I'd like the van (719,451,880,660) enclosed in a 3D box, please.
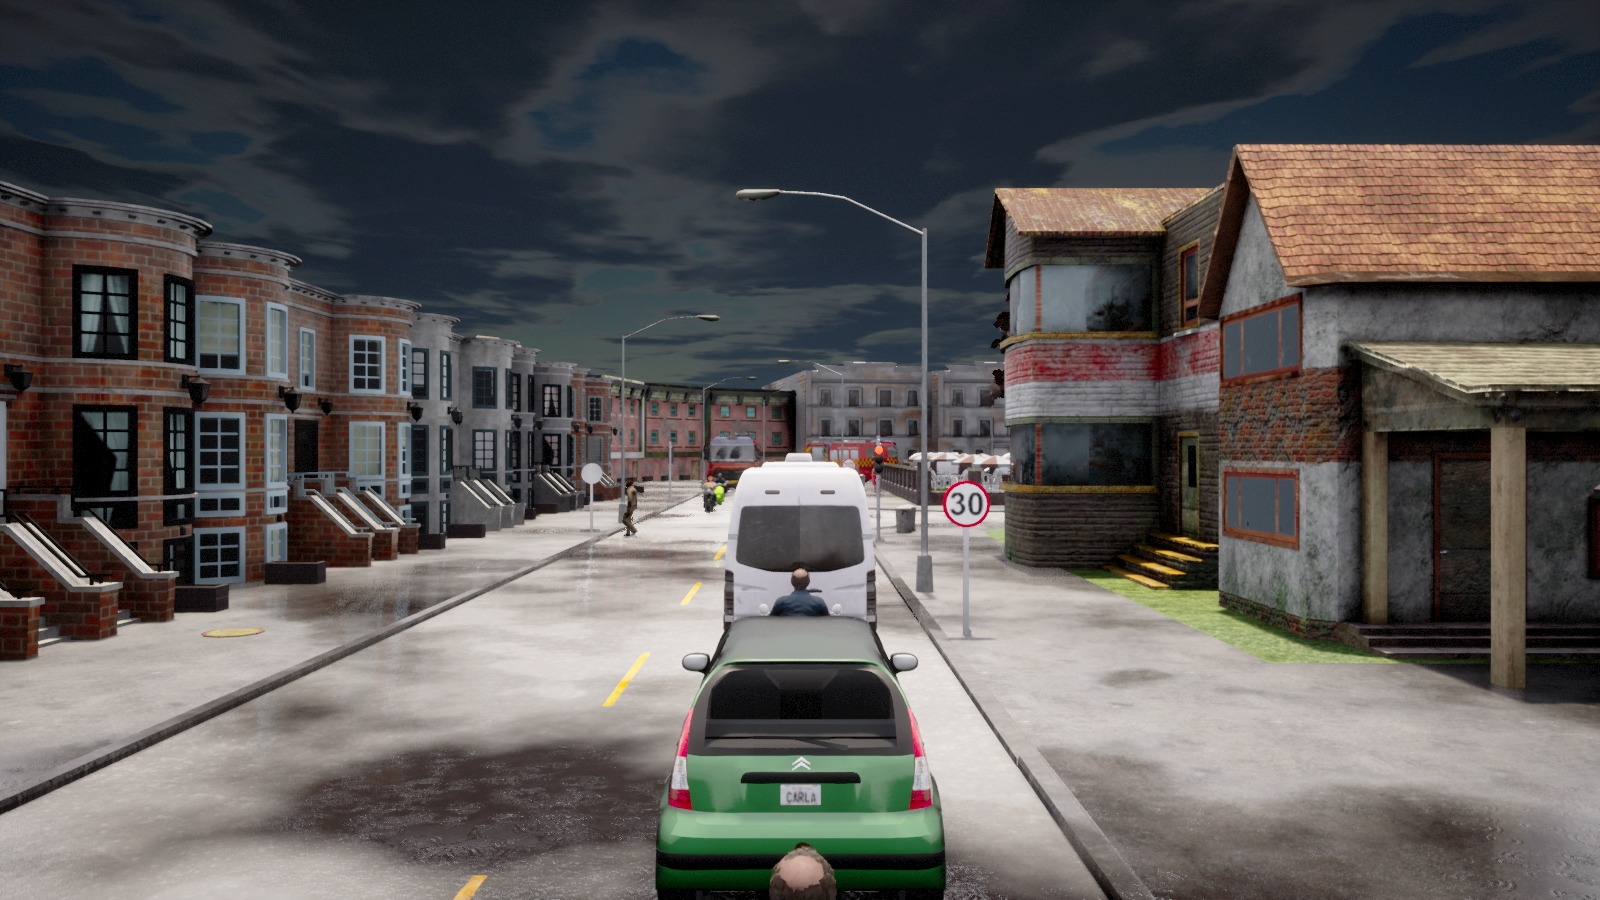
[{"bbox_3d":[-0.006,1.308,17.043,1.988,2.561,5.915,0,0,0],"label":"van"}]

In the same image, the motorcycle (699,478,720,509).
[{"bbox_3d":[-4.006,1.930,50.831,0.764,1.277,2.356,0,0,0],"label":"motorcycle"}]

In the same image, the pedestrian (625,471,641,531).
[{"bbox_3d":[-5.306,1.615,36.316,0.375,1.860,0.375,0,0,11],"label":"pedestrian"}]

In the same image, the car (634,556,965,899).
[{"bbox_3d":[-0.003,1.776,8.385,1.851,1.617,3.988,0,0,0],"label":"car"}]

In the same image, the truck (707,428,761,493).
[{"bbox_3d":[-4.030,0.644,71.408,2.891,3.827,8.468,0,0,0],"label":"truck"}]

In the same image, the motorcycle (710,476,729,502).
[{"bbox_3d":[-4.010,1.940,57.105,0.856,1.236,1.805,0,0,0],"label":"motorcycle"}]

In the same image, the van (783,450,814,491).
[{"bbox_3d":[-0.065,1.287,75.292,1.988,2.561,5.915,0,0,0],"label":"van"}]

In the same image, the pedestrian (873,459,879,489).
[{"bbox_3d":[4.756,1.499,71.575,0.375,1.860,0.375,0,0,1],"label":"pedestrian"}]
